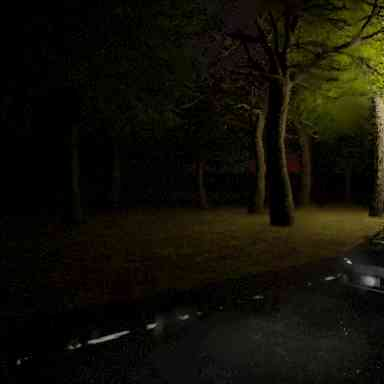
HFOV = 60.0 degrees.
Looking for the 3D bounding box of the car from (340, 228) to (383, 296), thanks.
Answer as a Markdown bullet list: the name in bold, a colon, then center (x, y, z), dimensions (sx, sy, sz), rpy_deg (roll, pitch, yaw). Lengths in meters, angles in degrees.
- **car**: center (5.452, 1.461, 7.885), dimensions (4.902, 1.511, 2.128), rpy_deg (0, 0, -36)
